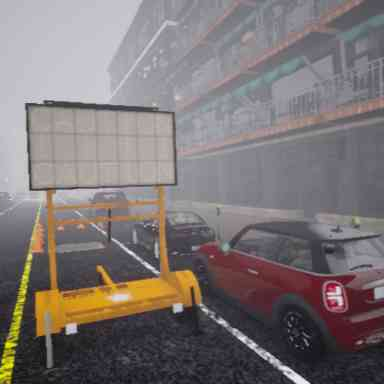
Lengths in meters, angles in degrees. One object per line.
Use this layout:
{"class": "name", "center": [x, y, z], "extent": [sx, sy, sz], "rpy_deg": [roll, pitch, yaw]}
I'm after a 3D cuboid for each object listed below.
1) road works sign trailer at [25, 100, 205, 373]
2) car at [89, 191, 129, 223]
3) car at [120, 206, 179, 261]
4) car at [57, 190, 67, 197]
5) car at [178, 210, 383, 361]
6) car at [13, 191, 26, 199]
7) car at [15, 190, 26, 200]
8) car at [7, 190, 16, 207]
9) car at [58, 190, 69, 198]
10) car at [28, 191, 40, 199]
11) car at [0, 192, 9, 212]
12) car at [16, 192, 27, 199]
{"class": "road works sign trailer", "center": [-1.443, 0.332, 5.703], "extent": [2.380, 3.560, 2.880], "rpy_deg": [-3, 2, -24]}
{"class": "car", "center": [-5.364, 0.870, 21.233], "extent": [2.192, 1.841, 5.009], "rpy_deg": [-2, 2, -24]}
{"class": "car", "center": [-0.778, 1.247, 10.940], "extent": [2.008, 1.369, 4.403], "rpy_deg": [-2, 2, -24]}
{"class": "car", "center": [-30.546, 0.302, 77.887], "extent": [1.887, 1.381, 4.507], "rpy_deg": [-2, 2, -24]}
{"class": "car", "center": [1.508, 1.208, 5.787], "extent": [1.967, 1.590, 4.097], "rpy_deg": [-2, 2, -24]}
{"class": "car", "center": [-35.914, 0.624, 69.340], "extent": [1.967, 1.590, 4.097], "rpy_deg": [-2, 2, -24]}
{"class": "car", "center": [-33.627, 0.572, 64.188], "extent": [2.192, 1.841, 5.009], "rpy_deg": [-2, 2, -24]}
{"class": "car", "center": [-22.179, 0.935, 38.439], "extent": [2.192, 1.841, 5.009], "rpy_deg": [-2, 2, -24]}
{"class": "car", "center": [-26.036, 0.427, 67.743], "extent": [1.752, 1.417, 4.829], "rpy_deg": [-2, 2, -24]}
{"class": "car", "center": [-32.613, 0.604, 68.536], "extent": [1.837, 1.490, 4.892], "rpy_deg": [-3, 1, -24]}
{"class": "car", "center": [-19.885, 1.132, 33.292], "extent": [1.967, 1.590, 4.097], "rpy_deg": [-2, 2, -24]}
{"class": "car", "center": [-38.200, 0.655, 74.494], "extent": [1.887, 1.381, 4.507], "rpy_deg": [-2, 2, -24]}
